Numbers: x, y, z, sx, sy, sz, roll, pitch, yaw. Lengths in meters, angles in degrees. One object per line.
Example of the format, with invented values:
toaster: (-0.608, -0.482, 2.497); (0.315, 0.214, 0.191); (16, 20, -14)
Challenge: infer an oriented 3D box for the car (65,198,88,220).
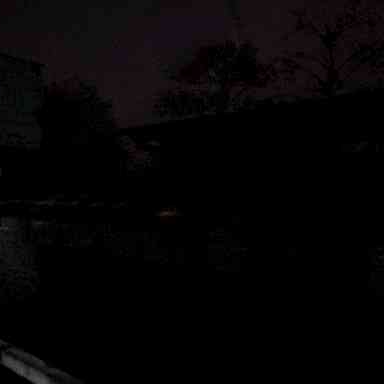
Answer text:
car: (-7.619, 1.483, 27.980); (2.097, 1.535, 5.008); (0, 0, 35)

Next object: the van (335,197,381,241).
van: (8.334, 1.265, 16.891); (1.878, 1.987, 4.442); (0, 0, 35)

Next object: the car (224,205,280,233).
car: (3.711, 1.518, 19.966); (2.163, 1.488, 4.792); (0, 0, 35)

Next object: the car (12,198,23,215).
car: (-14.435, 1.481, 32.762); (2.231, 1.521, 4.892); (0, 0, 35)

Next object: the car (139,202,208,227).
car: (-0.920, 1.484, 23.033); (1.946, 1.575, 5.366); (0, 0, 35)

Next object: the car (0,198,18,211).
car: (-23.502, 1.479, 39.184); (2.163, 1.488, 4.792); (0, 0, 35)

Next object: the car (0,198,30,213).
car: (-21.259, 1.494, 37.534); (2.163, 1.488, 4.792); (0, 0, 35)

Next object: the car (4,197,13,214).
car: (-16.707, 1.477, 34.361); (2.097, 1.535, 5.008); (0, 0, 35)

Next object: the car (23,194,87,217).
car: (-12.179, 1.230, 31.147); (2.435, 2.045, 5.566); (0, 0, 35)

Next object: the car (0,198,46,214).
car: (-18.869, 1.468, 36.114); (1.946, 1.575, 5.366); (0, 0, 35)

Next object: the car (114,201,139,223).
car: (-3.066, 1.515, 24.805); (2.163, 1.488, 4.792); (0, 0, 35)

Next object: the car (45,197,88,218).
car: (-9.890, 1.482, 29.577); (2.097, 1.535, 5.008); (0, 0, 35)

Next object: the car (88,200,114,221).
car: (-5.349, 1.486, 26.384); (2.231, 1.521, 4.892); (0, 0, 35)

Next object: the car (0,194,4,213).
car: (-12.184, 1.234, 15.158); (2.435, 2.045, 5.566); (0, 0, 35)
